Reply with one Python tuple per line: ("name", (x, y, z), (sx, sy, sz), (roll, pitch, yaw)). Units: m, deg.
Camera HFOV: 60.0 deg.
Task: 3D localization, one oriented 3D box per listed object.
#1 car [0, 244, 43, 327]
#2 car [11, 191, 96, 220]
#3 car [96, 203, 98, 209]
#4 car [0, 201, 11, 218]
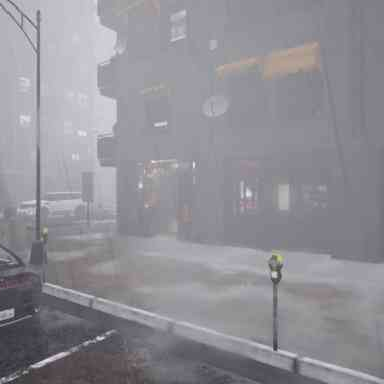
("car", (-4.485, 1.551, 6.095), (4.403, 1.369, 2.008), (0, 0, 36))
("car", (-10.741, 0.994, 26.274), (2.150, 2.045, 5.566), (0, 1, 35))
("car", (-10.889, 1.250, 30.549), (1.752, 1.417, 4.829), (1, 1, 35))
("car", (-13.991, 1.350, 26.132), (2.008, 1.369, 4.403), (1, 1, 35))
